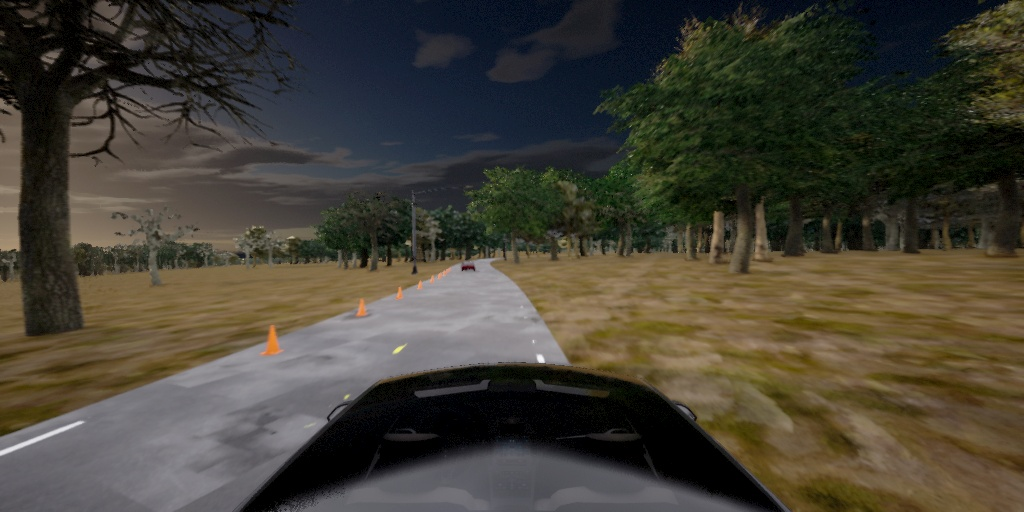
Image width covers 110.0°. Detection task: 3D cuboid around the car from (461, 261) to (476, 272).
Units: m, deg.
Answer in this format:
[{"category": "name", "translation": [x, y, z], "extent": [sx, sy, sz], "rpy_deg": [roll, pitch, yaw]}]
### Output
[{"category": "car", "translation": [-5.432, 1.310, 44.688], "extent": [1.895, 1.301, 4.718], "rpy_deg": [-1, 0, -7]}]

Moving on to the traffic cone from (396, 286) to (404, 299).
[{"category": "traffic cone", "translation": [-5.509, 1.781, 17.665], "extent": [0.340, 0.580, 0.340], "rpy_deg": [0, 0, -3]}]

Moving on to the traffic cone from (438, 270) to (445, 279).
[{"category": "traffic cone", "translation": [-6.537, 1.755, 32.519], "extent": [0.340, 0.580, 0.340], "rpy_deg": [0, 0, -5]}]

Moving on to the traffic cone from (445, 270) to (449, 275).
[{"category": "traffic cone", "translation": [-7.015, 1.740, 37.459], "extent": [0.340, 0.580, 0.340], "rpy_deg": [0, 0, -6]}]

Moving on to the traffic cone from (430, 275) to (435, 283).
[{"category": "traffic cone", "translation": [-6.126, 1.767, 27.573], "extent": [0.340, 0.580, 0.340], "rpy_deg": [0, 0, -4]}]

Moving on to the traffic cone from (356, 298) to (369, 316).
[{"category": "traffic cone", "translation": [-5.303, 1.788, 12.706], "extent": [0.340, 0.580, 0.340], "rpy_deg": [0, 0, -2]}]

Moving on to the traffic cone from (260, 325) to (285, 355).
[{"category": "traffic cone", "translation": [-5.166, 1.792, 7.744], "extent": [0.340, 0.580, 0.340], "rpy_deg": [0, 0, -1]}]

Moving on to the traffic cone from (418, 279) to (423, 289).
[{"category": "traffic cone", "translation": [-5.783, 1.775, 22.621], "extent": [0.340, 0.580, 0.340], "rpy_deg": [0, 0, -4]}]

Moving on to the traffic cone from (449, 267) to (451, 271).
[{"category": "traffic cone", "translation": [-7.562, 1.720, 42.400], "extent": [0.340, 0.580, 0.340], "rpy_deg": [0, 0, -7]}]
